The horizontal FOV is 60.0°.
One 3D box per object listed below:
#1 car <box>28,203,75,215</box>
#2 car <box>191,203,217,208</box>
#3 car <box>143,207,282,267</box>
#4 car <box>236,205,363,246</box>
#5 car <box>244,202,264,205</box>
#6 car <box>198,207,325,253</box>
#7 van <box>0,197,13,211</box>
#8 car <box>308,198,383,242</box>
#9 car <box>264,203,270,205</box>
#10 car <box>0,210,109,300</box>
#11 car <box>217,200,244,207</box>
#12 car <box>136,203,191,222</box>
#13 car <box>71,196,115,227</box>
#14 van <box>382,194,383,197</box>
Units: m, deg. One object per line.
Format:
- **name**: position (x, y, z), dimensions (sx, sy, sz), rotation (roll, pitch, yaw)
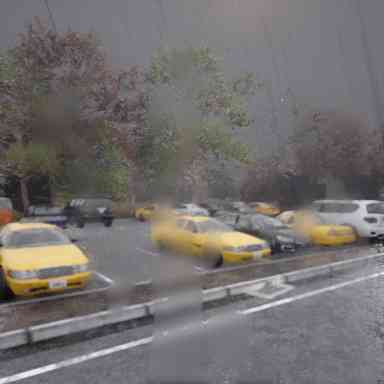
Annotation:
- **car**: position (-9.452, 1.560, 21.347), dimensions (2.163, 1.488, 4.792), rotation (1, 0, -35)
- **car**: position (-0.417, 1.698, 27.757), dimensions (2.002, 1.452, 4.674), rotation (1, 0, -35)
- **car**: position (0.420, 1.563, 12.113), dimensions (1.946, 1.575, 5.366), rotation (1, 0, -35)
- **car**: position (4.741, 1.627, 15.618), dimensions (1.946, 1.575, 5.366), rotation (1, 0, -35)
- **car**: position (3.989, 1.594, 30.910), dimensions (2.185, 1.767, 4.553), rotation (1, 0, -35)
- **car**: position (2.576, 1.599, 13.870), dimensions (2.231, 1.521, 4.892), rotation (1, 0, -35)
- **van**: position (-11.897, 1.274, 19.798), dimensions (1.878, 1.987, 4.442), rotation (1, 0, -35)
- **car**: position (7.102, 1.411, 17.092), dimensions (2.435, 2.045, 5.566), rotation (1, 0, -35)
- **car**: position (6.273, 1.752, 32.477), dimensions (2.097, 1.535, 5.008), rotation (1, 0, -35)
- **car**: position (-4.215, 1.500, 8.841), dimensions (1.946, 1.575, 5.366), rotation (1, 0, -35)
- **car**: position (1.862, 1.719, 29.333), dimensions (2.163, 1.488, 4.792), rotation (1, 0, -35)
- **car**: position (-2.574, 1.623, 26.011), dimensions (1.946, 1.575, 5.366), rotation (1, 0, -35)
- **car**: position (-7.220, 1.311, 22.992), dimensions (2.435, 2.045, 5.566), rotation (1, 0, -35)
- **van**: position (28.327, 1.054, 48.222), dimensions (1.878, 1.987, 4.442), rotation (0, 1, -35)
